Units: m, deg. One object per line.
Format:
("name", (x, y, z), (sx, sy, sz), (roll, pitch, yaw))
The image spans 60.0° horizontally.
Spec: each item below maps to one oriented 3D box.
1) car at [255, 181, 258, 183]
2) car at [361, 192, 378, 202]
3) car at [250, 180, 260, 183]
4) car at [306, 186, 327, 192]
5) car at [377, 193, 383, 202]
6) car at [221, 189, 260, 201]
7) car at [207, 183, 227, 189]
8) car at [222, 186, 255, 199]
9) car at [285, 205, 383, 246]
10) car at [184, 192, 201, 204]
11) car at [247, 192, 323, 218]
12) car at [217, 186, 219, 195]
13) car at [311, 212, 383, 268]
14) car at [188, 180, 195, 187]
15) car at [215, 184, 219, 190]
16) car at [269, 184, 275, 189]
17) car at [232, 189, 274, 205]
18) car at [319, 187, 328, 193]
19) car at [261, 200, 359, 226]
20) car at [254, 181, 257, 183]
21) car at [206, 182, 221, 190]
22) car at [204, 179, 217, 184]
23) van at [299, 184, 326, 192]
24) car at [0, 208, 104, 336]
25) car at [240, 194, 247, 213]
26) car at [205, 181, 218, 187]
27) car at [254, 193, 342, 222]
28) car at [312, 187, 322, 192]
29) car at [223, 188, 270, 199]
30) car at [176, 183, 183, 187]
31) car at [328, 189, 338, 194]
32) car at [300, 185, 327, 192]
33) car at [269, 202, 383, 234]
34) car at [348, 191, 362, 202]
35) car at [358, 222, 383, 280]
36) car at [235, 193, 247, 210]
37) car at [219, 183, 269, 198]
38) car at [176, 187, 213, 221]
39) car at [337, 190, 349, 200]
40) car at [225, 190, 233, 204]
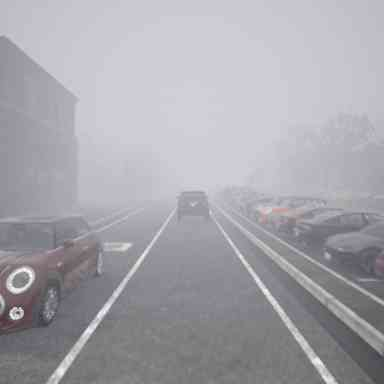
("car", (19.680, -1.360, 86.821), (4.792, 1.488, 2.163), (0, 4, 0))
("car", (19.631, 0.959, 32.159), (5.008, 1.535, 2.097), (0, 2, 0))
("car", (19.556, -1.746, 92.349), (5.366, 1.575, 1.946), (0, 4, 0))
("car", (19.750, 0.248, 48.880), (4.674, 1.452, 2.002), (0, 3, 0))
("car", (19.611, 1.055, 29.242), (4.892, 1.521, 2.231), (0, 2, 0))
("car", (6.643, 0.370, 45.995), (5.008, 1.535, 2.097), (0, 3, 0))
("car", (6.847, -1.745, 92.441), (5.366, 1.575, 1.946), (0, 4, 0))
("car", (6.698, 0.095, 48.764), (4.553, 1.767, 2.185), (0, 3, 0))
("car", (6.421, 1.419, 12.561), (5.008, 1.535, 2.097), (0, 1, 0))
("car", (0.022, 0.698, 41.957), (1.994, 1.385, 4.181), (0, 2, 0))
("car", (6.531, 1.087, 23.702), (4.553, 1.767, 2.185), (0, 1, 0))
("car", (6.715, 0.093, 51.554), (4.792, 1.488, 2.163), (0, 3, 0))
("car", (6.378, 1.480, 9.774), (4.792, 1.488, 2.163), (0, 0, 0))
("car", (-0.199, -1.855, 91.430), (1.882, 1.535, 5.008), (0, 3, 0))
("car", (6.675, -0.064, 54.333), (4.792, 1.488, 2.163), (0, 3, 0))
("car", (19.673, -1.044, 81.413), (5.008, 1.535, 2.097), (0, 4, 0))
("car", (6.525, 0.842, 32.060), (4.553, 1.767, 2.185), (0, 2, 0))
("car", (19.895, 0.502, 43.180), (5.366, 1.575, 1.946), (0, 3, 0))
("car", (6.466, 1.372, 18.139), (4.674, 1.452, 2.002), (0, 1, 0))
("car", (19.723, -1.526, 89.586), (4.674, 1.452, 2.002), (0, 4, 0))
("car", (6.584, -1.181, 84.133), (4.792, 1.488, 2.163), (0, 4, 0))
("car", (6.674, -1.816, 89.656), (5.566, 2.045, 2.435), (0, 4, 0))
("van", (19.657, -0.323, 54.316), (4.442, 1.987, 1.878), (-1, 3, 0))
("car", (-3.353, 1.297, 6.862), (2.097, 1.767, 4.553), (0, 0, 0))
("car", (6.548, 1.169, 26.492), (4.792, 1.488, 2.163), (0, 2, 0))
("car", (6.635, -1.388, 86.902), (5.008, 1.535, 2.097), (0, 4, 0))
("car", (6.513, 1.151, 20.922), (4.553, 1.767, 2.185), (0, 1, 0))
("car", (19.757, 0.394, 45.971), (4.792, 1.488, 2.163), (0, 3, 0))
("car", (6.605, 0.642, 40.419), (4.892, 1.521, 2.231), (0, 2, 0))
("car", (-3.452, -1.886, 94.592), (2.033, 1.411, 5.357), (0, 3, 0))
("car", (19.877, 0.633, 40.388), (5.366, 1.575, 1.946), (0, 3, 0))
("car", (19.769, 0.091, 51.660), (4.674, 1.452, 2.002), (0, 3, 0))
("car", (6.439, 1.380, 15.350), (5.008, 1.535, 2.097), (0, 1, 0))
("car", (19.650, 0.859, 34.947), (5.008, 1.535, 2.097), (0, 2, 0))
("car", (6.386, 1.514, 6.989), (4.674, 1.452, 2.002), (0, 0, 0))
("car", (6.508, 1.087, 29.279), (4.792, 1.488, 2.163), (0, 2, 0))
("car", (6.658, 0.259, 43.193), (5.566, 2.045, 2.435), (0, 3, 0))
("car", (0.069, 0.881, 23.874), (2.150, 2.045, 5.566), (0, 1, 0))
("car", (19.644, 0.781, 37.737), (4.792, 1.488, 2.163), (0, 2, 0))
("car", (6.564, 0.791, 37.644), (4.792, 1.488, 2.163), (0, 2, 0))
